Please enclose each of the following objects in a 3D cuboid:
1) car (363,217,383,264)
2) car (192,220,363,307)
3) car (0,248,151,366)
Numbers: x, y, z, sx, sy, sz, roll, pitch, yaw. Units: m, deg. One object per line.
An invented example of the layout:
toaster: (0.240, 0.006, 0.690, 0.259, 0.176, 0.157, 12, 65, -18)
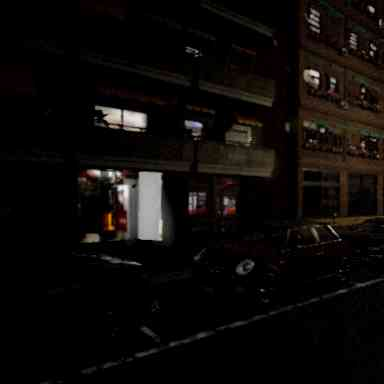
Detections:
car: (6.565, 1.553, 11.235, 4.403, 1.369, 2.008, 0, 1, -36)
car: (1.959, 1.441, 7.944, 4.097, 1.590, 1.967, 0, 1, -36)
car: (-2.650, 1.566, 4.656, 4.313, 1.339, 1.947, 0, 1, -36)
